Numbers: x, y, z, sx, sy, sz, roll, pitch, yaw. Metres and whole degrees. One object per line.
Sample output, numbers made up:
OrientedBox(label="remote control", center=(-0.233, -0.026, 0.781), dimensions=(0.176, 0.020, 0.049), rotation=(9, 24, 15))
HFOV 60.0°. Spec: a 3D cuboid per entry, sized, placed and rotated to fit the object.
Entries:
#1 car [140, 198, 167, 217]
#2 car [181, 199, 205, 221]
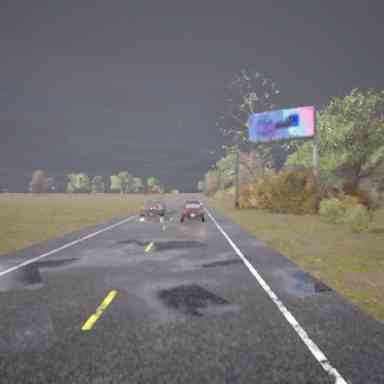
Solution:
OrientedBox(label="car", center=(-3.546, 1.368, 31.266), dimensions=(2.097, 1.767, 4.553), rotation=(0, 0, 1))
OrientedBox(label="car", center=(0.068, 1.539, 26.825), dimensions=(1.812, 1.442, 4.674), rotation=(0, 0, 0))
